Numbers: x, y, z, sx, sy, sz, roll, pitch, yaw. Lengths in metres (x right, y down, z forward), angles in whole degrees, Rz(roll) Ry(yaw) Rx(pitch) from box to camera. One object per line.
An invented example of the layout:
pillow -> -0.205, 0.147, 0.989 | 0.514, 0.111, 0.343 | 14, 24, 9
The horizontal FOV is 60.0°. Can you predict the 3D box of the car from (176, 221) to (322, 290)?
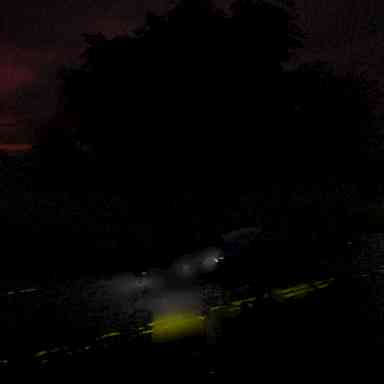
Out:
car -> 1.773, 1.585, 9.399 | 4.674, 1.442, 1.812 | 1, 0, -35
